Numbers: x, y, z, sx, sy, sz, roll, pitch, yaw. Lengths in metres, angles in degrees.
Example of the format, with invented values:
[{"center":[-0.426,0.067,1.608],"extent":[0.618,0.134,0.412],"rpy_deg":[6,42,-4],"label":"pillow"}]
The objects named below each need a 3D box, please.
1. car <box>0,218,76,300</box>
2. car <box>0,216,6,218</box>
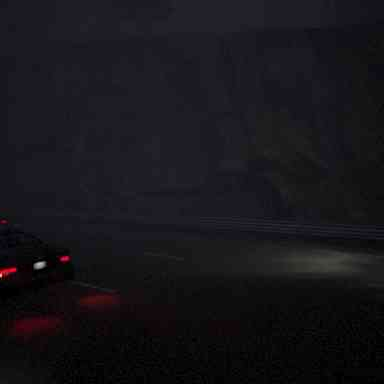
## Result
[{"center":[-5.123,1.487,7.795],"extent":[5.357,1.411,2.033],"rpy_deg":[0,1,31],"label":"car"},{"center":[-11.003,1.438,15.680],"extent":[5.357,1.411,2.033],"rpy_deg":[0,1,27],"label":"car"}]
